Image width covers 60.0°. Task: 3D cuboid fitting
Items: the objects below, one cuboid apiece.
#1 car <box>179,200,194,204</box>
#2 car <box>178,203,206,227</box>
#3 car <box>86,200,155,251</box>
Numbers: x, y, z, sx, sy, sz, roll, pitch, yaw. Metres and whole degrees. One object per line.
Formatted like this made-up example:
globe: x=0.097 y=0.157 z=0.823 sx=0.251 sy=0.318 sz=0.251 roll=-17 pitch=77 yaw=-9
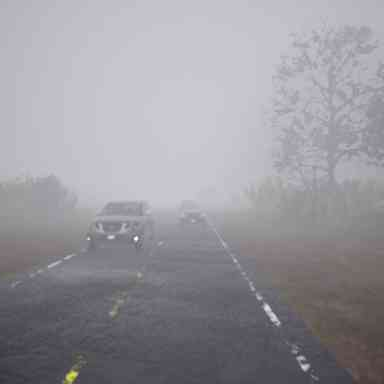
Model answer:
car: x=-0.575 y=1.795 z=41.511 sx=2.097 sy=1.767 sz=4.553 roll=0 pitch=-1 yaw=-5
car: x=0.078 y=1.793 z=24.776 sx=1.812 sy=1.442 sz=4.674 roll=0 pitch=-1 yaw=0
car: x=-3.027 y=1.392 z=15.296 sx=2.150 sy=2.045 sz=5.566 roll=0 pitch=-1 yaw=0
